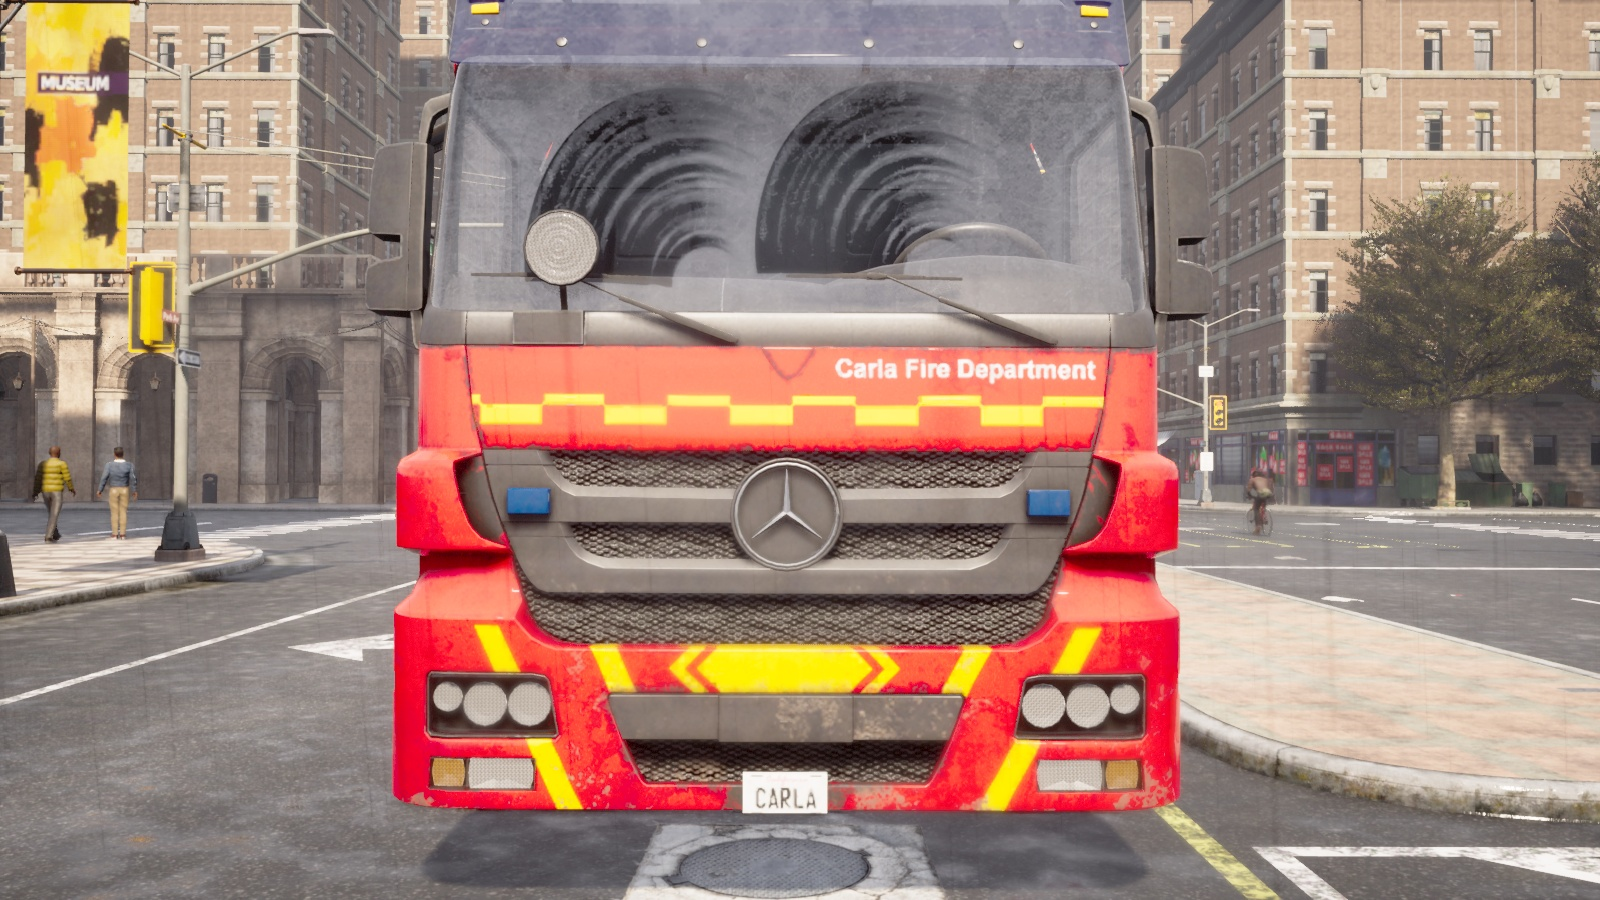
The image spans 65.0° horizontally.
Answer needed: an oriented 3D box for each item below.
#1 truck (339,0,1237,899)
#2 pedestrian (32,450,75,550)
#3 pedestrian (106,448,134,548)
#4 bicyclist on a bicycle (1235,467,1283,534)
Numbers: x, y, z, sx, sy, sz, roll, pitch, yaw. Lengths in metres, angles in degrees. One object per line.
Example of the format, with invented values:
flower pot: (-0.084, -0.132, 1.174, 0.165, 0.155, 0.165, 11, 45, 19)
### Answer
truck: (-0.054, -0.211, 8.305, 2.891, 3.827, 8.468, 0, -1, 0)
pedestrian: (-13.862, 0.918, 23.329, 0.370, 1.835, 0.726, 0, -1, -3)
pedestrian: (-13.447, 0.941, 24.820, 0.423, 1.949, 0.788, 0, -1, -32)
bicyclist on a bicycle: (11.397, 1.245, 31.220, 0.582, 1.620, 1.656, 0, -1, 0)
